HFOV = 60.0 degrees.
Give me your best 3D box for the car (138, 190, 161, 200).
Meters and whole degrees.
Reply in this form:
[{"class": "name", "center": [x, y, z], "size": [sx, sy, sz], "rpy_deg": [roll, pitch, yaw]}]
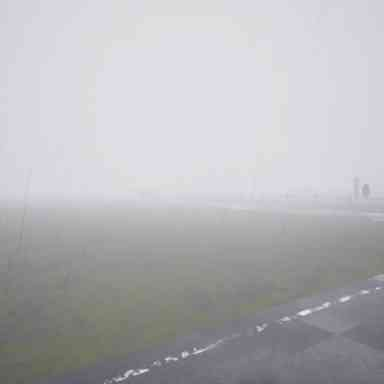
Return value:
[{"class": "car", "center": [-6.506, 0.455, 51.039], "size": [1.882, 1.535, 5.008], "rpy_deg": [0, 1, -34]}]
